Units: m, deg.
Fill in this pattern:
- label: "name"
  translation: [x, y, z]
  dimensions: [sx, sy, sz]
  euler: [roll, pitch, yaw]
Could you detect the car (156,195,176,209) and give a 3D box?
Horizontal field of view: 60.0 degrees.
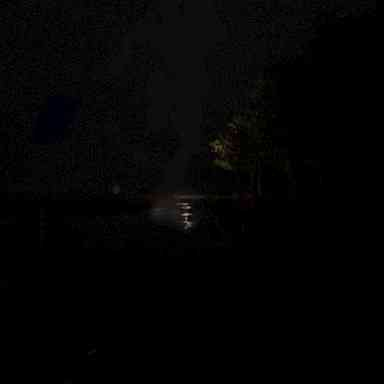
- label: "car"
  translation: [-2.756, 1.063, 36.354]
  dimensions: [1.882, 1.535, 5.008]
  euler: [0, 2, 0]
